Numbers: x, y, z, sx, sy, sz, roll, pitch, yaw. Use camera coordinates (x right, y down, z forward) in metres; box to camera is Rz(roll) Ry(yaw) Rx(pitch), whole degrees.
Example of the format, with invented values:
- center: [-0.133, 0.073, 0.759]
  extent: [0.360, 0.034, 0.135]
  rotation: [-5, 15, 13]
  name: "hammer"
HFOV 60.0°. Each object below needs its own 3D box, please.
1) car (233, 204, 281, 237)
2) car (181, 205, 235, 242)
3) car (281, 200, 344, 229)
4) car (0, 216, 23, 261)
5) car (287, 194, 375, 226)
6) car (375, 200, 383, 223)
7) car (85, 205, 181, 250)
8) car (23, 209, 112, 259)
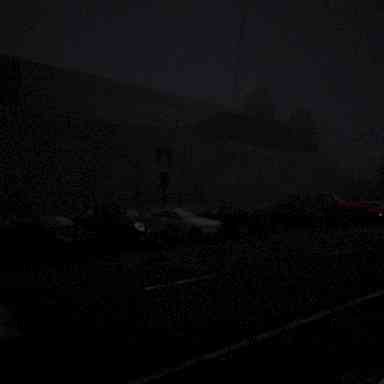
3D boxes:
- center: [1.844, 1.454, 17.852]
  extent: [5.008, 1.535, 2.097]
  rotation: [-1, 0, 35]
  name: "car"
- center: [-0.605, 1.509, 16.119]
  extent: [4.674, 1.452, 2.002]
  rotation: [-1, -1, 35]
  name: "car"
- center: [6.756, 1.449, 21.327]
  extent: [4.792, 1.488, 2.163]
  rotation: [-1, -1, 35]
  name: "car"
- center: [-7.969, 1.520, 10.902]
  extent: [4.792, 1.488, 2.163]
  rotation: [-1, -1, 35]
  name: "car"
- center: [9.198, 1.154, 23.073]
  extent: [5.566, 2.045, 2.435]
  rotation: [-1, -1, 35]
  name: "car"
- center: [11.774, 1.385, 24.720]
  extent: [5.366, 1.575, 1.946]
  rotation: [-1, -1, 35]
  name: "car"
- center: [-3.075, 1.355, 14.396]
  extent: [4.553, 1.767, 2.185]
  rotation: [-1, -1, 35]
  name: "car"
- center: [-5.492, 1.531, 12.638]
  extent: [4.674, 1.452, 2.002]
  rotation: [-1, -1, 35]
  name: "car"
